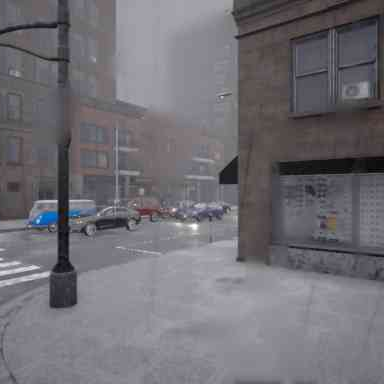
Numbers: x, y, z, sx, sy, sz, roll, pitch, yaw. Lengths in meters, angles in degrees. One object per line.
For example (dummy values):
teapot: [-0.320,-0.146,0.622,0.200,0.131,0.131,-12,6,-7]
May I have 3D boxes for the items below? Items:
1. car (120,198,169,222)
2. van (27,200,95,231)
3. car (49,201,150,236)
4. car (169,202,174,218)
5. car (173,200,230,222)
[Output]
car: [-4.322,1.337,24.345,2.192,1.841,5.009,0,0,36]
van: [-7.604,1.358,19.812,1.690,1.788,3.998,0,0,36]
car: [-5.006,1.509,18.699,2.128,1.511,4.902,0,0,36]
car: [-1.040,1.466,28.877,1.967,1.590,4.097,0,0,36]
car: [0.862,1.551,26.805,1.812,1.442,4.674,0,0,36]
